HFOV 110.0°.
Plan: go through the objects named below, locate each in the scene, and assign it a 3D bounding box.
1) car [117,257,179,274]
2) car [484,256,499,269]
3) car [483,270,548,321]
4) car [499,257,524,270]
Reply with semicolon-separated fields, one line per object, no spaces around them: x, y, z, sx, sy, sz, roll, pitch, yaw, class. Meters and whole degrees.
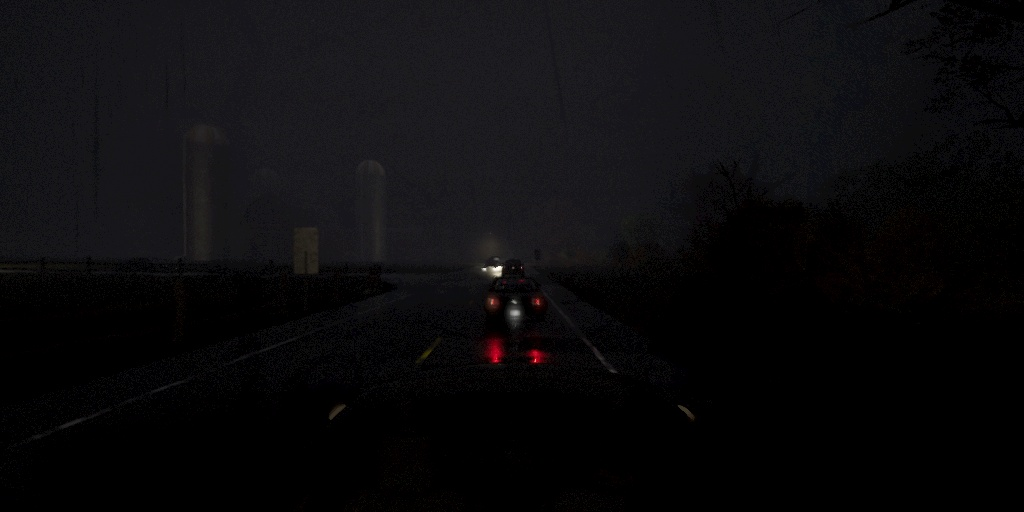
-32.140;0.804;31.822;4.674;1.442;1.812;1;1;0;car
-3.554;1.225;58.769;1.882;1.535;5.008;0;0;1;car
0.100;1.351;12.508;1.895;1.301;4.718;0;0;0;car
0.111;1.090;34.494;2.097;1.767;4.553;1;0;0;car
